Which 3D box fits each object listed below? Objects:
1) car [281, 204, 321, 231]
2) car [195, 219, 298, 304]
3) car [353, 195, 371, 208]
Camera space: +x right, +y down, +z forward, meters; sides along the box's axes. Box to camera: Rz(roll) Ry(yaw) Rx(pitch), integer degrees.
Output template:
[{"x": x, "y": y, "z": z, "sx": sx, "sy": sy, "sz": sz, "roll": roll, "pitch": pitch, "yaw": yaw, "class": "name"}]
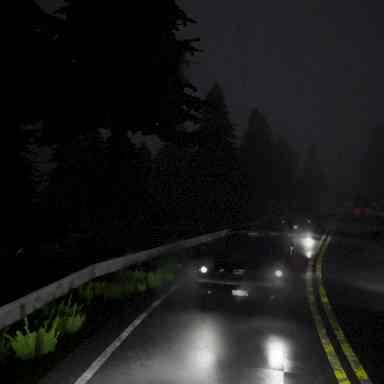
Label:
[{"x": 6.658, "y": 1.460, "z": 20.057, "sx": 2.033, "sy": 1.411, "sz": 5.357, "roll": -2, "pitch": 0, "yaw": 26, "class": "car"}, {"x": 1.581, "y": 1.598, "z": 8.413, "sx": 1.895, "sy": 1.301, "sz": 4.718, "roll": -1, "pitch": 0, "yaw": 18, "class": "car"}, {"x": 20.606, "y": 1.058, "z": 40.245, "sx": 2.128, "sy": 1.511, "sz": 4.902, "roll": -2, "pitch": 0, "yaw": 28, "class": "car"}]
